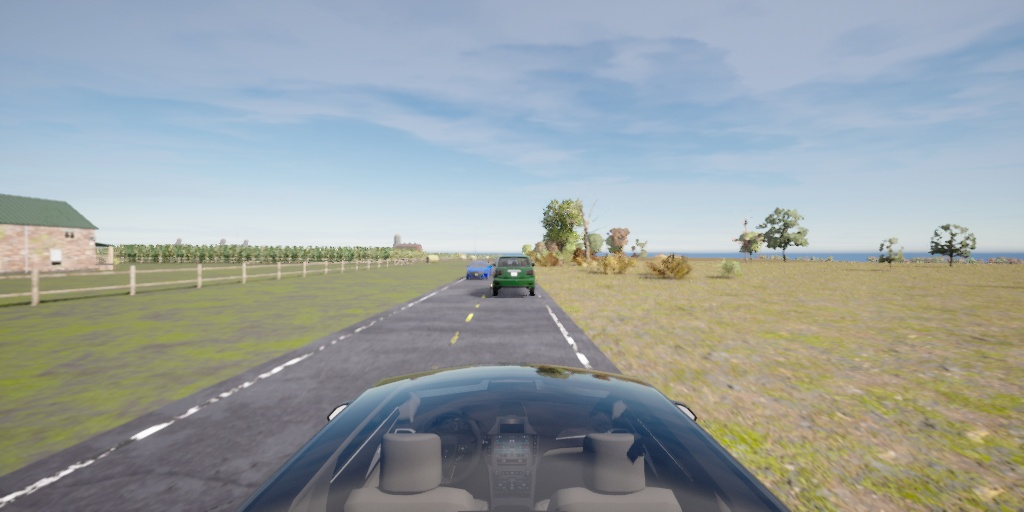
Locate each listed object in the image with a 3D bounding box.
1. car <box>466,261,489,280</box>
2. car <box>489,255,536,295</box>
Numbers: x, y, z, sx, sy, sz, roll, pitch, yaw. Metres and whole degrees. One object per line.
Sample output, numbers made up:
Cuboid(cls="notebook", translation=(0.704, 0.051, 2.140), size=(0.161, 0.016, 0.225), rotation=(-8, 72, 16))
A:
Cuboid(cls="car", translation=(-2.848, 1.216, 31.186), size=(1.882, 1.535, 5.008), rotation=(0, 0, 0))
Cuboid(cls="car", translation=(0.098, 0.965, 19.770), size=(2.150, 2.045, 5.566), rotation=(0, 0, 0))
